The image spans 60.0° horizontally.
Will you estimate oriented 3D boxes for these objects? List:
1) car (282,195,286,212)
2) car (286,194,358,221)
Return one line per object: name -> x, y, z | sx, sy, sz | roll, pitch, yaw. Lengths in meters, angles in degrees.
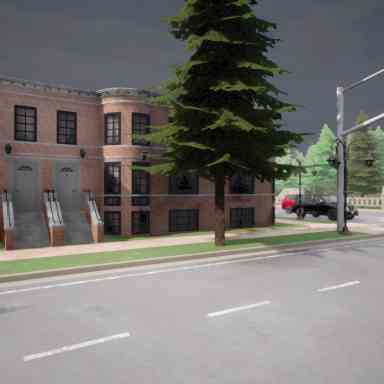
car -> 11.598, 1.221, 33.556 | 2.150, 2.045, 5.566 | 0, 0, -30
car -> 10.933, 1.221, 27.782 | 2.150, 2.045, 5.566 | 0, 0, -28
